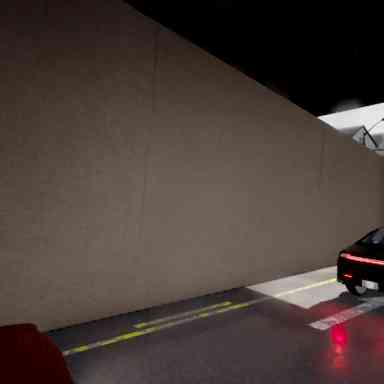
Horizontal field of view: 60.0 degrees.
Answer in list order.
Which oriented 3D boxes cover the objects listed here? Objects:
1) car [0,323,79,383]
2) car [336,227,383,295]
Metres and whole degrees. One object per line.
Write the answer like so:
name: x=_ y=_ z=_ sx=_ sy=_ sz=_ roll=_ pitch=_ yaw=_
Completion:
car: x=-2.998 y=1.601 z=1.687 sx=4.718 sy=1.301 sz=1.895 roll=0 pitch=0 yaw=-35
car: x=5.244 y=1.491 z=7.512 sx=4.902 sy=1.511 sz=2.128 roll=0 pitch=0 yaw=-35
